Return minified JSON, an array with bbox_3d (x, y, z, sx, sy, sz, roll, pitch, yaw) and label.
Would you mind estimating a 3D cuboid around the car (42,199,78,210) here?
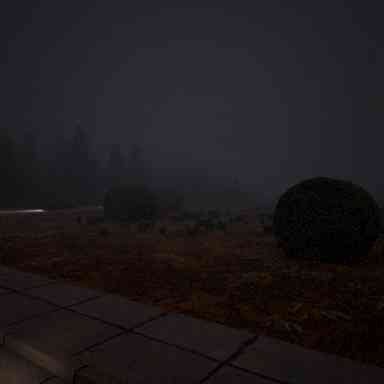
[{"bbox_3d":[-16.759,1.555,42.339,1.994,1.385,4.181,0,0,37],"label":"car"}]
